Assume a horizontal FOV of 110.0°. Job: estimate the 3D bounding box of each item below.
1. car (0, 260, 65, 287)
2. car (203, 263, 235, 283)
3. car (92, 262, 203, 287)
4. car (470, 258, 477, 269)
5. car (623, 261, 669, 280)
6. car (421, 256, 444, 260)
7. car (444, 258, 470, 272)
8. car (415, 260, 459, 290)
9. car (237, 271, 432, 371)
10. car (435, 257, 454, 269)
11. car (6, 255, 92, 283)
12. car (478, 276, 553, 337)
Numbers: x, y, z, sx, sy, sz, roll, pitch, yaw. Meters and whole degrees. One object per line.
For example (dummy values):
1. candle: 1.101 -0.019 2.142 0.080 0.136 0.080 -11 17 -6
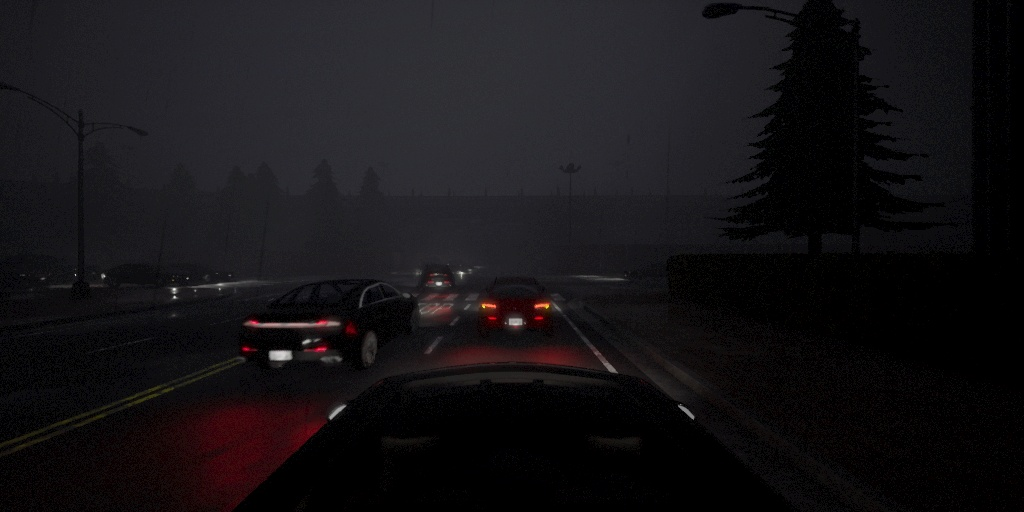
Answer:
1. car: -32.587 1.184 22.911 4.902 1.511 2.128 0 0 -3
2. car: -23.363 1.199 26.588 4.892 1.490 1.837 0 0 -1
3. car: -23.339 1.199 23.093 4.892 1.490 1.837 0 0 0
4. car: -7.104 1.102 55.550 2.097 1.767 4.553 0 0 -2
5. car: 12.268 1.242 30.381 5.357 1.411 2.033 0 0 0
6. car: -10.585 0.971 47.028 2.150 2.045 5.566 0 0 0
7. car: -7.087 1.102 46.688 2.097 1.767 4.553 0 0 0
8. car: -4.597 1.203 21.351 1.837 1.490 4.892 1 0 -17
9. car: -3.400 1.242 7.694 2.128 1.511 4.902 0 0 0
10. car: -10.583 1.102 56.690 2.097 1.767 4.553 0 0 0
11. car: -33.758 0.915 26.399 5.566 2.045 2.150 0 0 -4
12. car: 0.085 1.276 10.149 1.812 1.442 4.674 0 0 0
